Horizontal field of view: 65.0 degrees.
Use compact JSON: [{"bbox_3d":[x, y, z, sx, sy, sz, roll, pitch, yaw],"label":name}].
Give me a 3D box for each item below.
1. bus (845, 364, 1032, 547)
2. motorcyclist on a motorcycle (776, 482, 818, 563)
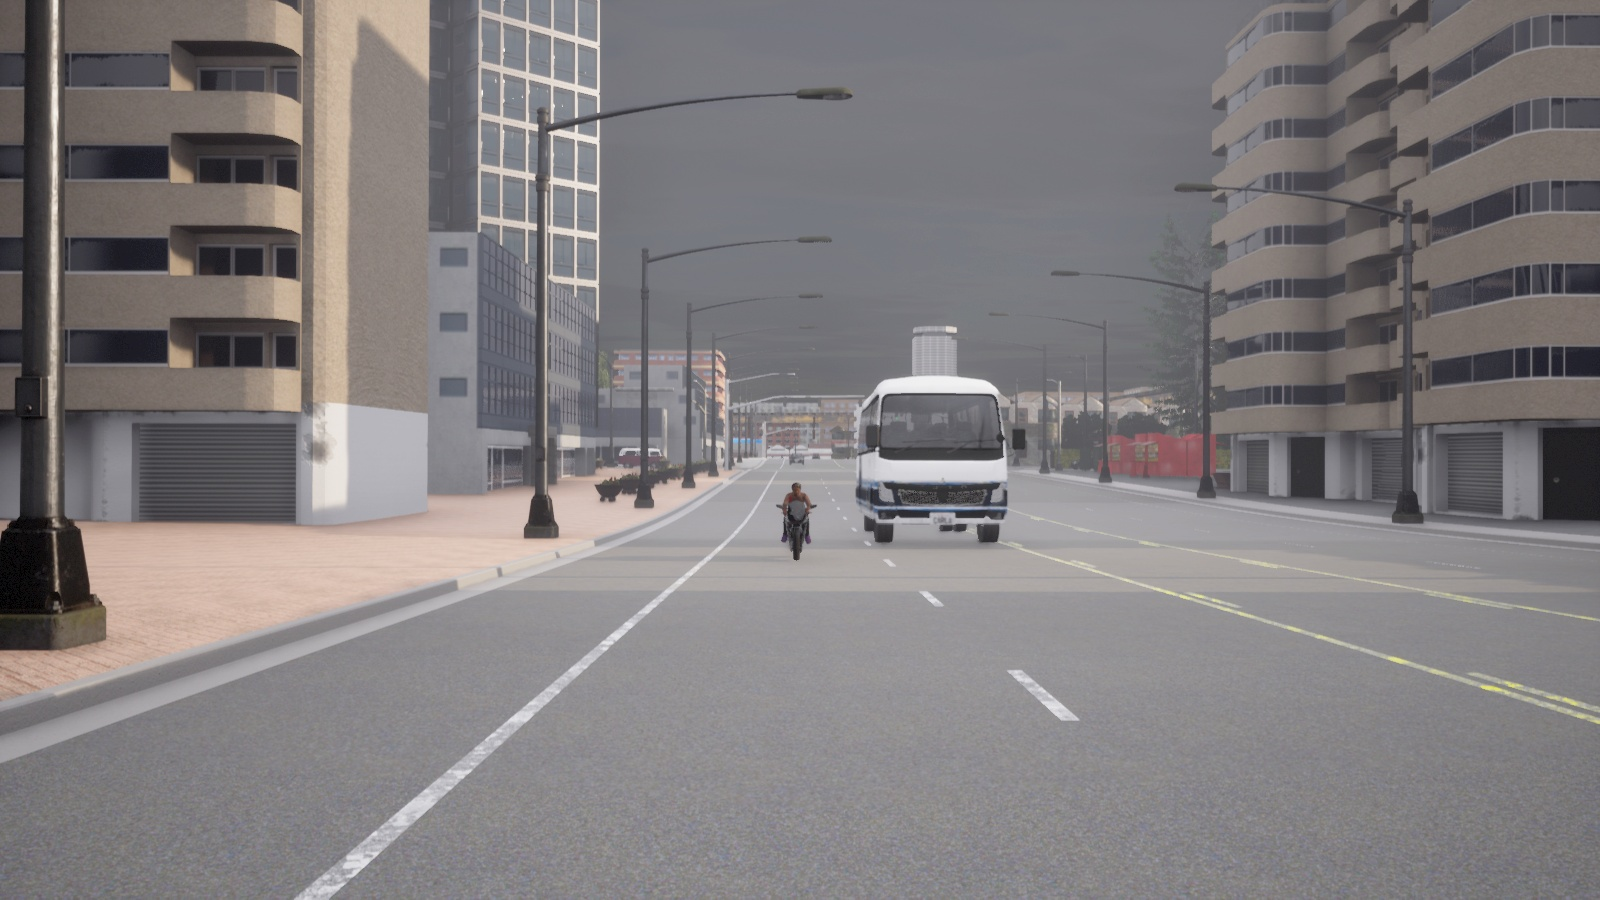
[{"bbox_3d":[3.412,0.222,34.415,3.944,4.253,10.273,0,-1,0],"label":"bus"},{"bbox_3d":[-0.058,1.385,24.657,0.797,1.523,2.044,0,-1,0],"label":"motorcyclist on a motorcycle"}]
